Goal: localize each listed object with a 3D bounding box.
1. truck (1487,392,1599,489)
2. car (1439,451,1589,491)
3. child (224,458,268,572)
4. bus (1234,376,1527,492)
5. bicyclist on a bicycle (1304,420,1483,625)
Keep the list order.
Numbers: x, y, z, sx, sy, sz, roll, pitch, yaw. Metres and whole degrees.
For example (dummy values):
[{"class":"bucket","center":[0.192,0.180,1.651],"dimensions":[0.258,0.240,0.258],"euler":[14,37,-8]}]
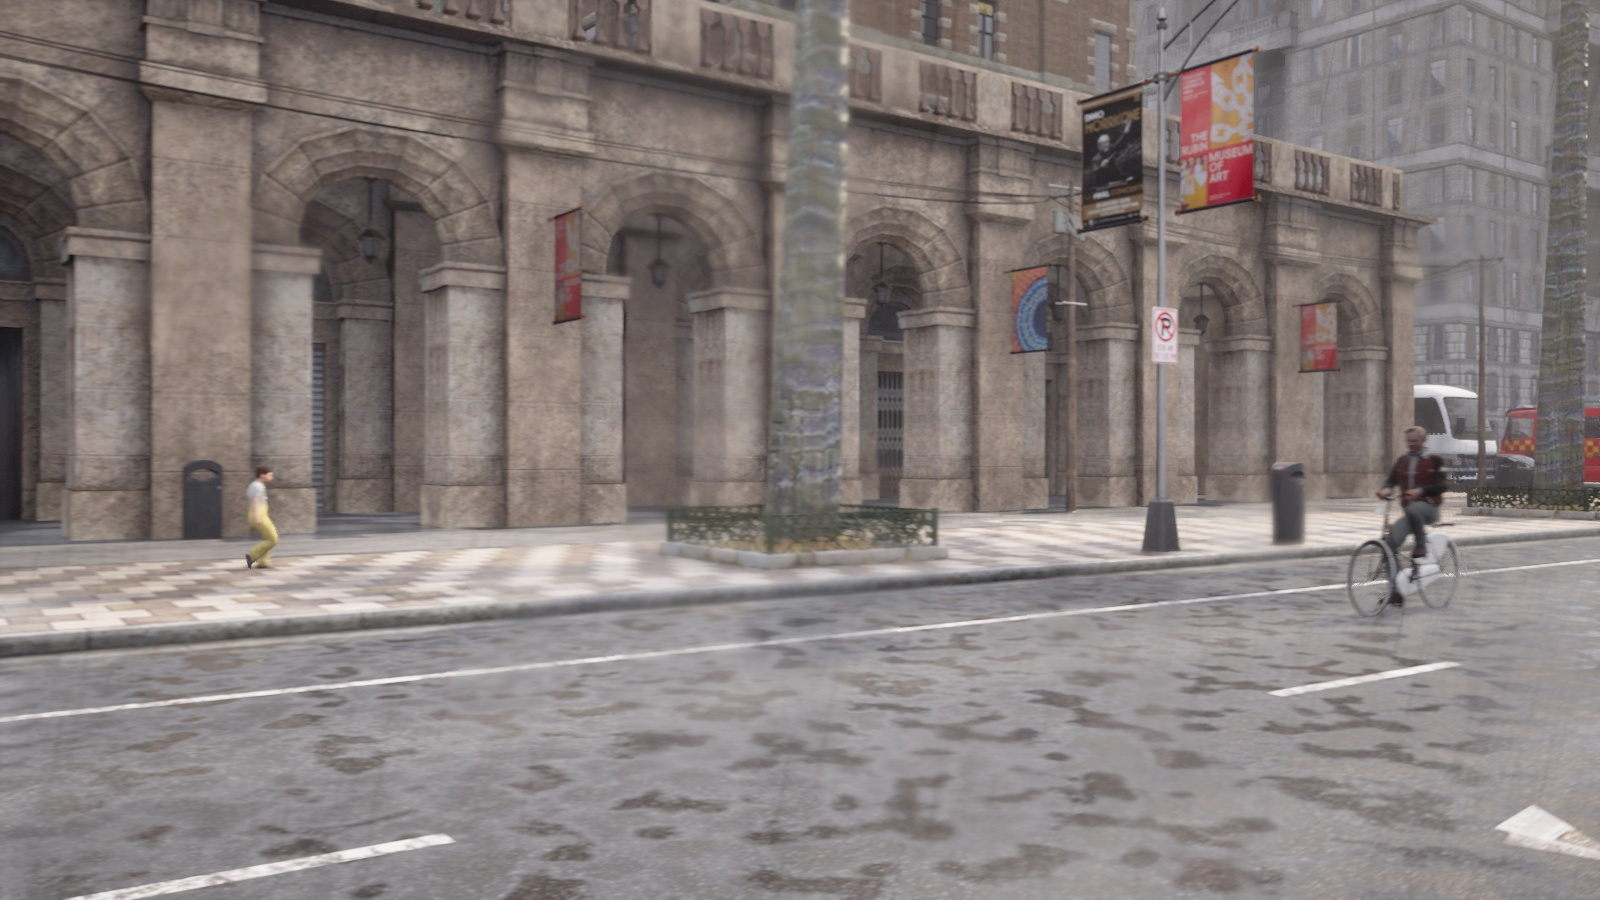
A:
[{"class":"truck","center":[32.598,-0.367,50.306],"dimensions":[2.891,3.827,8.468],"euler":[0,0,-35]},{"class":"car","center":[28.450,0.810,50.191],"dimensions":[1.837,1.490,4.892],"euler":[0,0,-34]},{"class":"child","center":[-6.270,0.728,14.210],"dimensions":[0.437,1.263,0.270],"euler":[0,0,-30]},{"class":"bus","center":[23.368,-0.558,51.356],"dimensions":[3.944,4.253,10.273],"euler":[0,0,-35]},{"class":"bicyclist on a bicycle","center":[5.527,0.632,11.664],"dimensions":[1.843,1.776,0.659],"euler":[0,0,-34]}]
